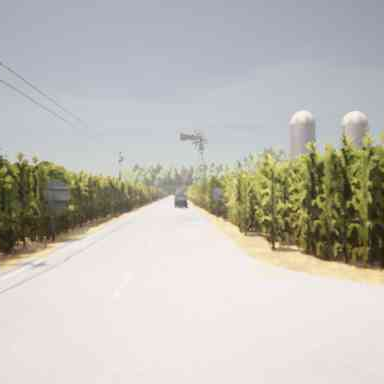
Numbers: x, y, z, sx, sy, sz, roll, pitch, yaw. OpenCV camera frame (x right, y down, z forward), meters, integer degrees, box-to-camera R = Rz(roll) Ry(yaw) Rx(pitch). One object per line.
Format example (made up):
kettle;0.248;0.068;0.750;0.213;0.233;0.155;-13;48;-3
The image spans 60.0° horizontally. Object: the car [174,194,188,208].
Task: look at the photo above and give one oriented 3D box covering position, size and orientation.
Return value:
car;-1.585;1.506;48.447;1.882;1.535;5.008;0;0;-3
